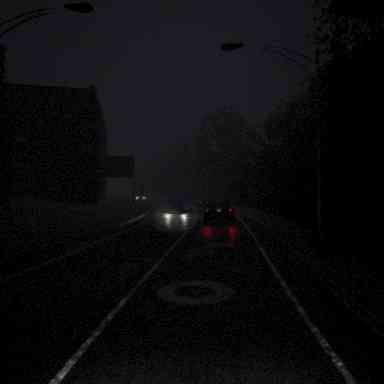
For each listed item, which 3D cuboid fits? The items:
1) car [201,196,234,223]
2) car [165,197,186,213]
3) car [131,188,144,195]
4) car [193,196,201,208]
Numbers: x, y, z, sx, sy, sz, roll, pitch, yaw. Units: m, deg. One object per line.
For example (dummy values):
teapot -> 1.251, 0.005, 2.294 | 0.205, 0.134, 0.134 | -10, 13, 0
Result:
car -> 1.944, 1.265, 24.596 | 2.097, 1.767, 4.553 | 0, 0, 3
car -> -1.681, 1.276, 33.951 | 1.882, 1.535, 5.008 | 0, 1, -3
car -> -12.116, -0.120, 73.981 | 1.895, 1.301, 4.718 | 1, 2, -27
car -> 1.354, 1.251, 42.677 | 2.033, 1.411, 5.357 | 1, 1, -7
